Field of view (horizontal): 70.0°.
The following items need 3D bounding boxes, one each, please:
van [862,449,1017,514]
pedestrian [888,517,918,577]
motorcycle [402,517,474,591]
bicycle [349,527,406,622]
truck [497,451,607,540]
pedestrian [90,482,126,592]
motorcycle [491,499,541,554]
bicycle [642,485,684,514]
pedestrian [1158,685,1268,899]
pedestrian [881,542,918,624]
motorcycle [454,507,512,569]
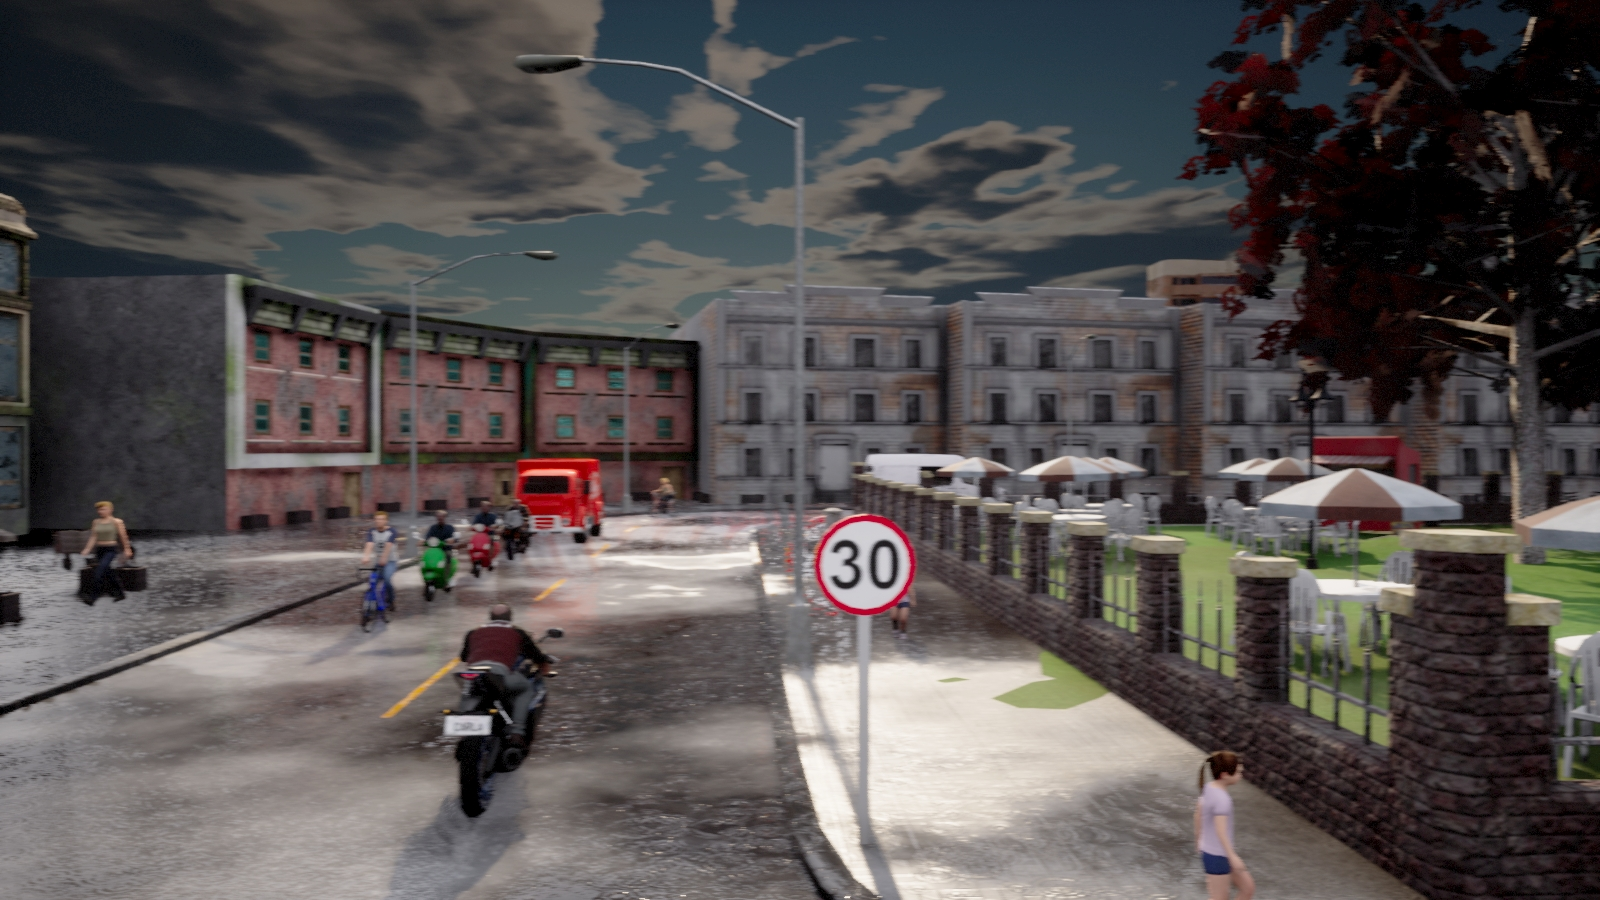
[{"bbox_3d":[5.585,1.239,46.190,5.915,2.561,1.988,0,0,-7],"label":"van"},{"bbox_3d":[1.988,1.868,22.049,0.500,1.100,0.500,0,0,-4],"label":"pedestrian"},{"bbox_3d":[-6.767,1.922,21.445,0.856,1.236,1.805,0,0,-3],"label":"motorcycle"},{"bbox_3d":[-6.564,1.902,17.803,0.373,1.296,1.643,0,0,-3],"label":"bicycle"},{"bbox_3d":[-7.437,1.286,34.841,2.627,2.467,5.204,0,0,-5],"label":"truck"},{"bbox_3d":[-11.852,1.486,19.582,0.375,1.860,0.375,0,0,4],"label":"pedestrian"},{"bbox_3d":[-7.263,1.932,29.314,0.867,1.251,2.209,0,0,-4],"label":"motorcycle"},{"bbox_3d":[-5.437,1.960,45.453,0.859,1.080,1.487,1,1,41],"label":"bicycle"},{"bbox_3d":[2.224,1.886,6.191,0.500,1.100,0.500,0,0,13],"label":"pedestrian"},{"bbox_3d":[1.401,1.870,16.163,0.500,1.100,0.500,0,0,3],"label":"pedestrian"},{"bbox_3d":[-6.972,1.916,25.223,0.856,1.236,1.805,0,0,-3],"label":"motorcycle"}]
